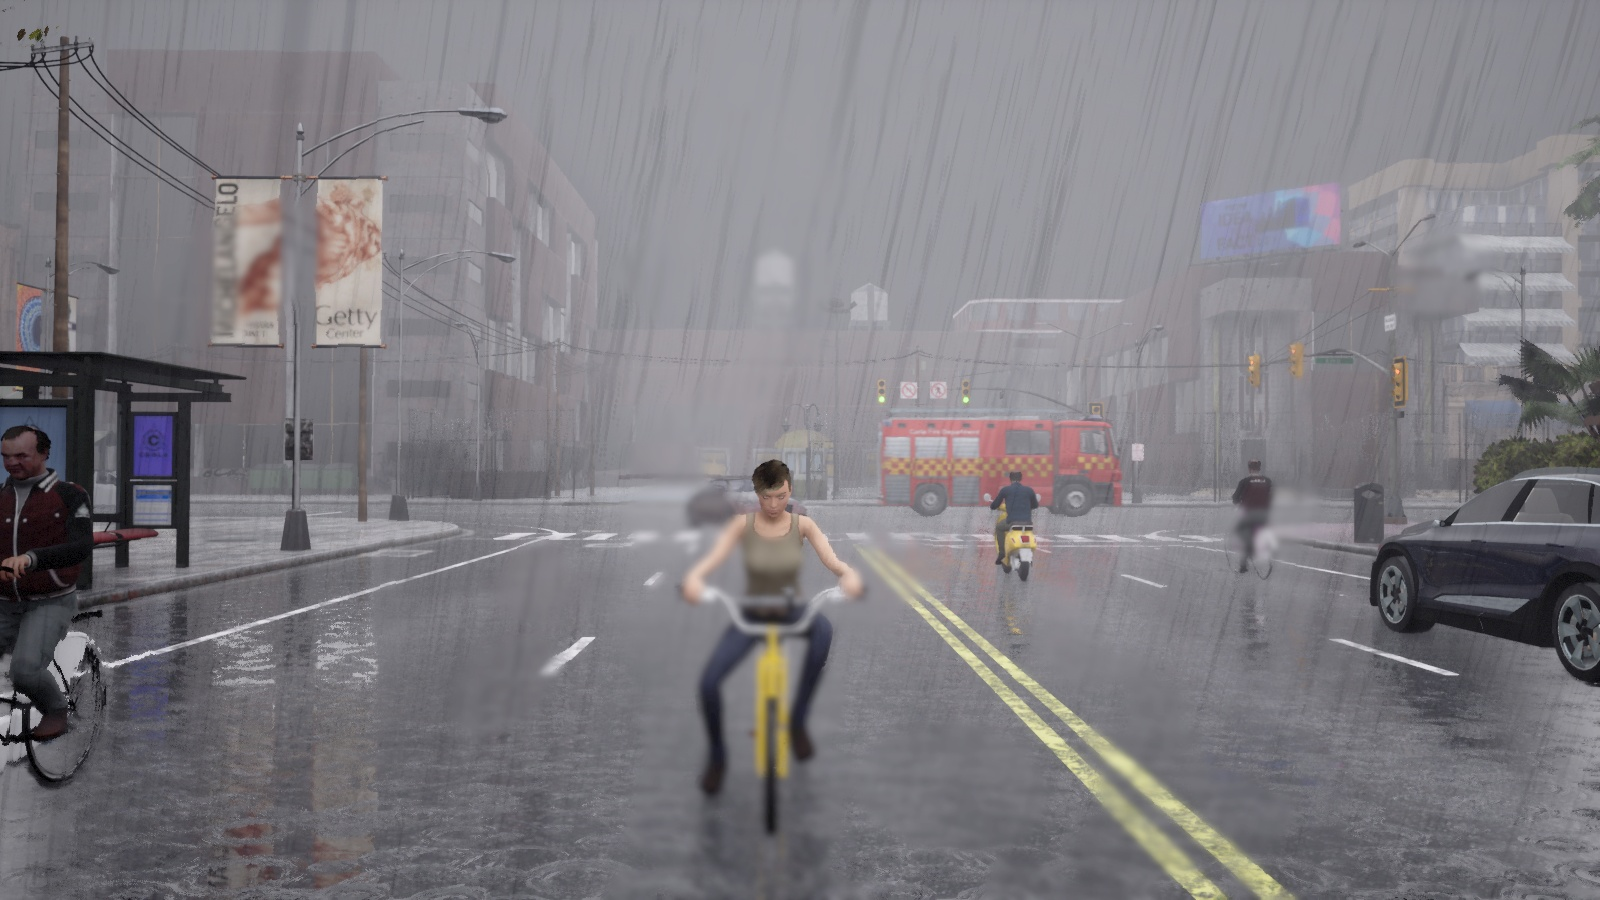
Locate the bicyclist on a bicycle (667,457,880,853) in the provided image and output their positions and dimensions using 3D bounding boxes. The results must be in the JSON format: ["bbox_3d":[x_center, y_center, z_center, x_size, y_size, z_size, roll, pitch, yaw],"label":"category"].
[{"bbox_3d":[-0.120,0.850,5.896,0.866,1.612,1.509,0,-1,-1],"label":"bicyclist on a bicycle"}]

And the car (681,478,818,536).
[{"bbox_3d":[-1.382,1.429,32.558,1.994,1.385,4.181,0,-1,-27],"label":"car"}]

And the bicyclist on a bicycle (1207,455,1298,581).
[{"bbox_3d":[6.694,0.971,18.676,0.659,1.776,1.843,0,-1,-1],"label":"bicyclist on a bicycle"}]

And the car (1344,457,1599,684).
[{"bbox_3d":[6.807,0.900,10.864,2.033,1.649,4.856,0,-1,-1],"label":"car"}]

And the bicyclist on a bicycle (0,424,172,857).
[{"bbox_3d":[-3.621,0.795,5.670,0.659,1.776,1.843,0,-1,-1],"label":"bicyclist on a bicycle"}]

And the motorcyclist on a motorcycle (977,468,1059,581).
[{"bbox_3d":[3.195,1.067,18.614,0.866,1.590,1.817,0,-1,-1],"label":"motorcyclist on a motorcycle"}]

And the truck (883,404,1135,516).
[{"bbox_3d":[7.280,0.369,44.664,8.468,3.827,2.891,0,-1,0],"label":"truck"}]
